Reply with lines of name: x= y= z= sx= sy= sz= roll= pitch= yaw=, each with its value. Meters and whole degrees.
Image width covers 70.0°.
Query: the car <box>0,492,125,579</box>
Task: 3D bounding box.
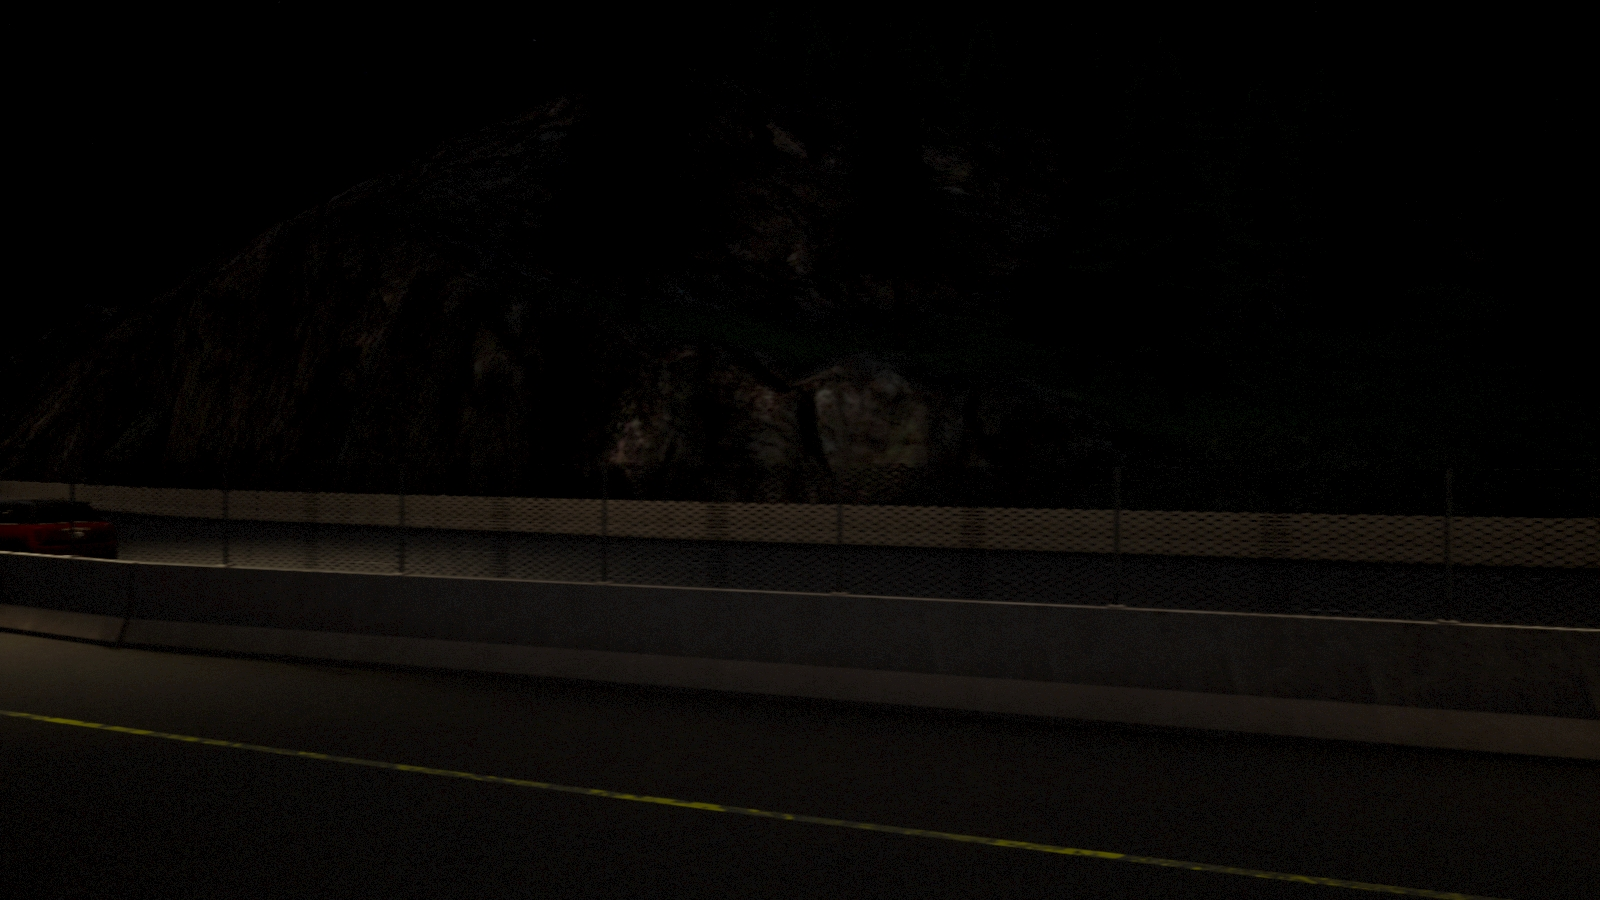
car: x=-18.277 y=1.932 z=26.857 sx=4.553 sy=1.767 sz=2.097 roll=0 pitch=0 yaw=28
